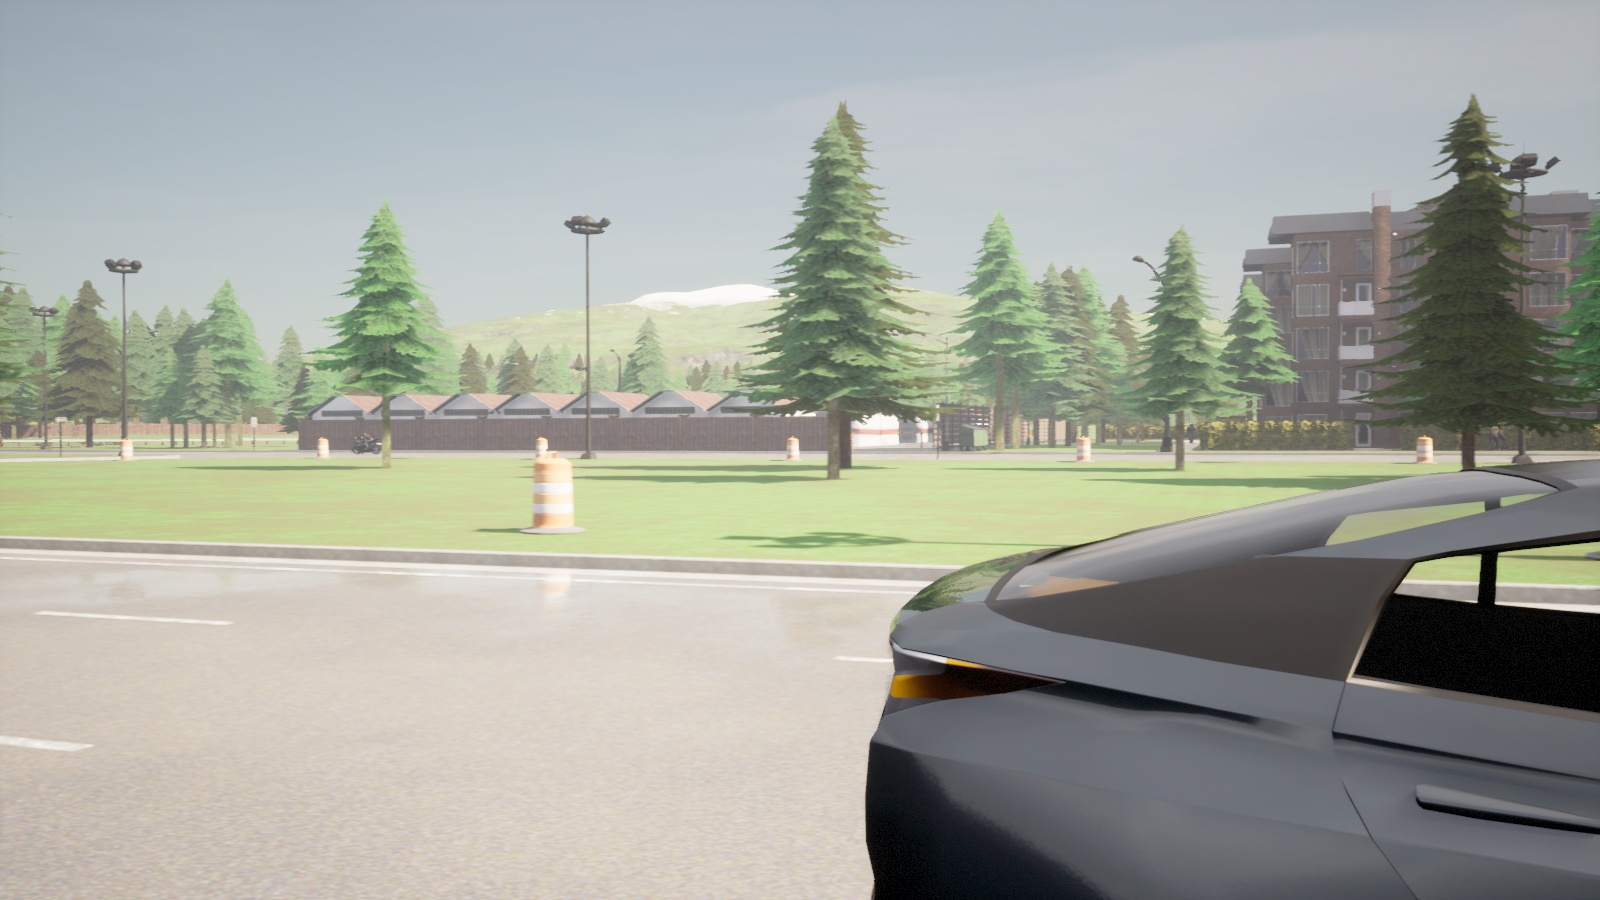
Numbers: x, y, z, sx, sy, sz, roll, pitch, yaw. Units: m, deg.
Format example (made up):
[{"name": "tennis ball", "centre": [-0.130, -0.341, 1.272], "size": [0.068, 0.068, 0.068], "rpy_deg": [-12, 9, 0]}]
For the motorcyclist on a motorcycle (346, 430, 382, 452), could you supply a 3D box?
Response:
[{"name": "motorcyclist on a motorcycle", "centre": [-29.750, -0.623, 85.688], "size": [2.191, 1.530, 0.866], "rpy_deg": [1, 1, 19]}]

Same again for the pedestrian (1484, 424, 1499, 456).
[{"name": "pedestrian", "centre": [40.464, -0.569, 73.478], "size": [0.694, 1.848, 0.540], "rpy_deg": [1, 1, 19]}]

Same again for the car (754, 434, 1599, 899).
[{"name": "car", "centre": [2.380, 0.744, 2.392], "size": [4.514, 1.525, 2.007], "rpy_deg": [1, 1, 19]}]
